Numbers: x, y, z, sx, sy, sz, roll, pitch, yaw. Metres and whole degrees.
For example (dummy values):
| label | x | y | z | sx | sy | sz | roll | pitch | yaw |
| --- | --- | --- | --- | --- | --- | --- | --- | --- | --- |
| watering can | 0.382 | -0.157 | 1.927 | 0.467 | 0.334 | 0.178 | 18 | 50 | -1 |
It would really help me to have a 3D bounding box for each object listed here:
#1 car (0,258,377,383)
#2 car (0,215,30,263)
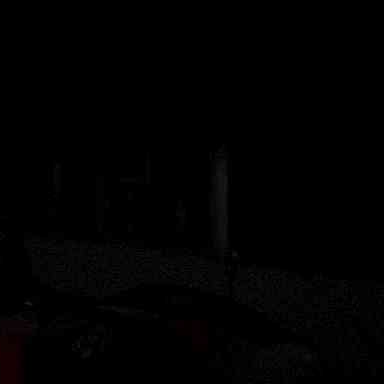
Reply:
| label | x | y | z | sx | sy | sz | roll | pitch | yaw |
| --- | --- | --- | --- | --- | --- | --- | --- | --- | --- |
| car | -0.506 | 1.580 | 3.170 | 4.206 | 1.307 | 1.802 | 0 | 0 | 35 |
| car | -5.131 | 1.307 | 6.469 | 5.009 | 1.841 | 2.192 | 0 | 0 | 35 |
